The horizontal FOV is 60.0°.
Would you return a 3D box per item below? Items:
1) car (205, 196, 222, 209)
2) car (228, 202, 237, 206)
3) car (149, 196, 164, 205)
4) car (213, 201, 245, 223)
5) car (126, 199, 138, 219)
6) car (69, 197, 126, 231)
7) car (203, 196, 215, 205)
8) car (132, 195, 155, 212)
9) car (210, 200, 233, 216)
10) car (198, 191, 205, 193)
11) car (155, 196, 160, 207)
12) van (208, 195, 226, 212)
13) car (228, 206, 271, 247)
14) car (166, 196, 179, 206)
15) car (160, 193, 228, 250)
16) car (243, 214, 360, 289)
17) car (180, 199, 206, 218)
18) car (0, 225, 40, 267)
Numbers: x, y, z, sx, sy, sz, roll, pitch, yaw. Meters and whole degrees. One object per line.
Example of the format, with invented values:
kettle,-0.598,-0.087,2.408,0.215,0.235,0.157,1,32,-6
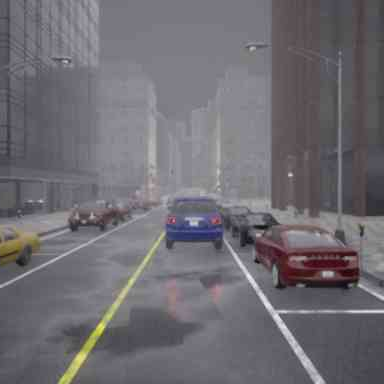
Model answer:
car,2.755,1.318,42.849,1.967,1.590,4.097,0,0,0
car,2.757,1.517,20.272,1.947,1.339,4.313,0,0,0
car,-5.771,1.399,54.140,1.947,1.339,4.313,0,0,0
car,2.756,1.486,25.916,2.008,1.369,4.403,0,0,0
car,-5.769,1.479,25.920,1.887,1.381,4.507,0,0,0
car,-5.770,1.266,20.275,2.192,1.841,5.009,0,0,0
car,2.755,1.416,54.139,1.802,1.307,4.206,0,0,0
car,-5.771,1.213,37.207,2.192,1.841,5.009,0,0,0
car,2.756,1.499,31.561,1.802,1.307,4.206,0,0,0
car,3.027,1.203,91.348,1.802,1.307,4.206,0,0,0
car,-5.770,1.401,48.496,1.887,1.381,4.507,0,0,0
van,2.755,1.240,37.205,1.690,1.788,3.998,0,0,0
car,2.757,1.532,14.627,1.947,1.339,4.313,0,0,0
car,-3.045,1.344,53.103,1.837,1.490,4.892,0,0,1
car,0.084,1.187,14.232,2.150,2.045,5.566,0,0,0
car,2.757,1.524,8.982,1.887,1.381,4.507,0,0,0
car,0.083,1.413,30.254,2.128,1.511,4.902,0,0,0
car,-5.768,1.505,8.818,1.752,1.417,4.829,0,0,0
